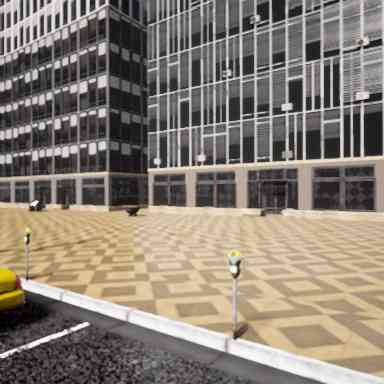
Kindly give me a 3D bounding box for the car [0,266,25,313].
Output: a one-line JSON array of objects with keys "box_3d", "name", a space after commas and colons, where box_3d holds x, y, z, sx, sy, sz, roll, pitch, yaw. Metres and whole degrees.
[{"box_3d": [-5.201, 1.580, 6.578, 4.829, 1.417, 1.752, 0, 0, 35], "name": "car"}]
